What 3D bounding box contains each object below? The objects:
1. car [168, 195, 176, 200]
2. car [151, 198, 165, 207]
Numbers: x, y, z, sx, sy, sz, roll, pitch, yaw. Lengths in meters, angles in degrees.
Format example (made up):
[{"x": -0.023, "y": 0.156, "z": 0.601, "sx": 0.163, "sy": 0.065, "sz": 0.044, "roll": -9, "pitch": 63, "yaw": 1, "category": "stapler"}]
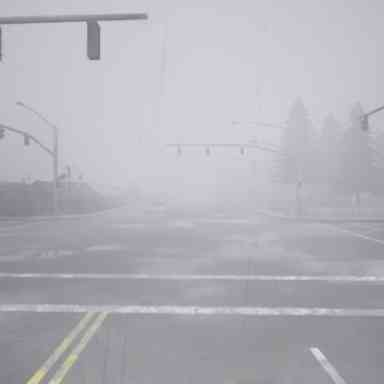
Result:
[{"x": -4.802, "y": 1.445, "z": 79.584, "sx": 1.812, "sy": 1.442, "sz": 4.674, "roll": 0, "pitch": 0, "yaw": 2, "category": "car"}, {"x": -5.486, "y": 1.662, "z": 54.052, "sx": 1.994, "sy": 1.385, "sz": 4.181, "roll": 0, "pitch": 0, "yaw": 2, "category": "car"}]
